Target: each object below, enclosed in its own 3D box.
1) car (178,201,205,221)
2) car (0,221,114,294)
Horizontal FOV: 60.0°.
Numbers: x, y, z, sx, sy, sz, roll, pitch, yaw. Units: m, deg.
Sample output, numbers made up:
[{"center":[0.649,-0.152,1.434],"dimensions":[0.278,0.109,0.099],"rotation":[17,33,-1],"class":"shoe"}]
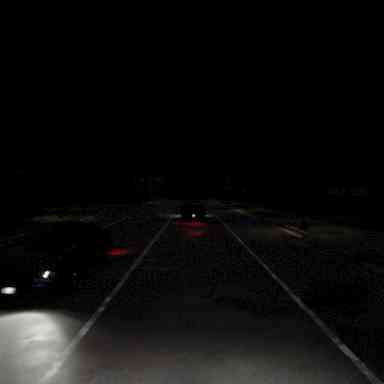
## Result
[{"center":[0.010,1.509,27.339],"dimensions":[1.837,1.490,4.892],"rotation":[0,0,-3],"class":"car"},{"center":[-3.574,1.546,9.173],"dimensions":[2.033,1.411,5.357],"rotation":[0,0,0],"class":"car"}]
